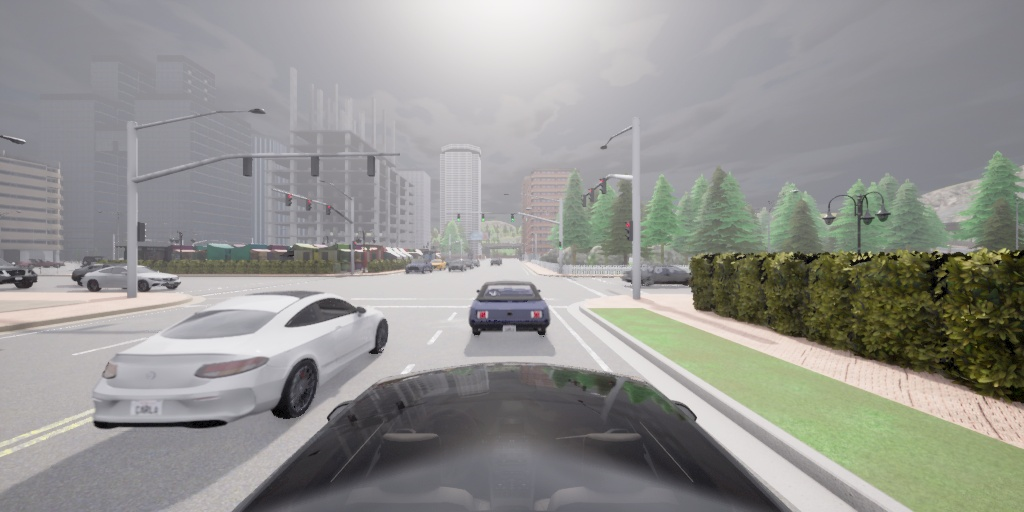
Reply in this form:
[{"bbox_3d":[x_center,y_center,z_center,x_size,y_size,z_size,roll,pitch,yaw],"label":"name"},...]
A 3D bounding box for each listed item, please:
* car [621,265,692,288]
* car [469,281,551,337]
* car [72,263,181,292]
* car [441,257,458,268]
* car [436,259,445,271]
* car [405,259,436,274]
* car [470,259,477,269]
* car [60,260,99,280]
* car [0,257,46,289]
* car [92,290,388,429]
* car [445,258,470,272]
[{"bbox_3d":[9.934,1.297,23.381,5.357,1.411,2.033,0,0,2],"label":"car"},{"bbox_3d":[-0.096,1.351,10.306,1.895,1.301,4.718,0,0,-1],"label":"car"},{"bbox_3d":[-21.967,1.276,20.758,4.674,1.442,1.812,0,0,2],"label":"car"},{"bbox_3d":[-10.529,1.102,60.594,2.097,1.767,4.553,0,0,0],"label":"car"},{"bbox_3d":[-10.566,1.228,50.524,1.882,1.535,5.008,0,0,0],"label":"car"},{"bbox_3d":[-10.713,1.102,41.561,2.097,1.767,4.553,0,0,3],"label":"car"},{"bbox_3d":[-7.052,1.255,56.011,1.837,1.490,4.892,0,0,0],"label":"car"},{"bbox_3d":[-26.814,1.241,24.372,4.902,1.511,2.128,0,0,2],"label":"car"},{"bbox_3d":[-31.542,0.972,20.998,5.566,2.045,2.150,0,0,2],"label":"car"},{"bbox_3d":[-3.511,1.276,5.716,1.812,1.442,4.674,0,0,-1],"label":"car"},{"bbox_3d":[-7.075,1.255,46.901,1.837,1.490,4.892,0,0,0],"label":"car"}]
